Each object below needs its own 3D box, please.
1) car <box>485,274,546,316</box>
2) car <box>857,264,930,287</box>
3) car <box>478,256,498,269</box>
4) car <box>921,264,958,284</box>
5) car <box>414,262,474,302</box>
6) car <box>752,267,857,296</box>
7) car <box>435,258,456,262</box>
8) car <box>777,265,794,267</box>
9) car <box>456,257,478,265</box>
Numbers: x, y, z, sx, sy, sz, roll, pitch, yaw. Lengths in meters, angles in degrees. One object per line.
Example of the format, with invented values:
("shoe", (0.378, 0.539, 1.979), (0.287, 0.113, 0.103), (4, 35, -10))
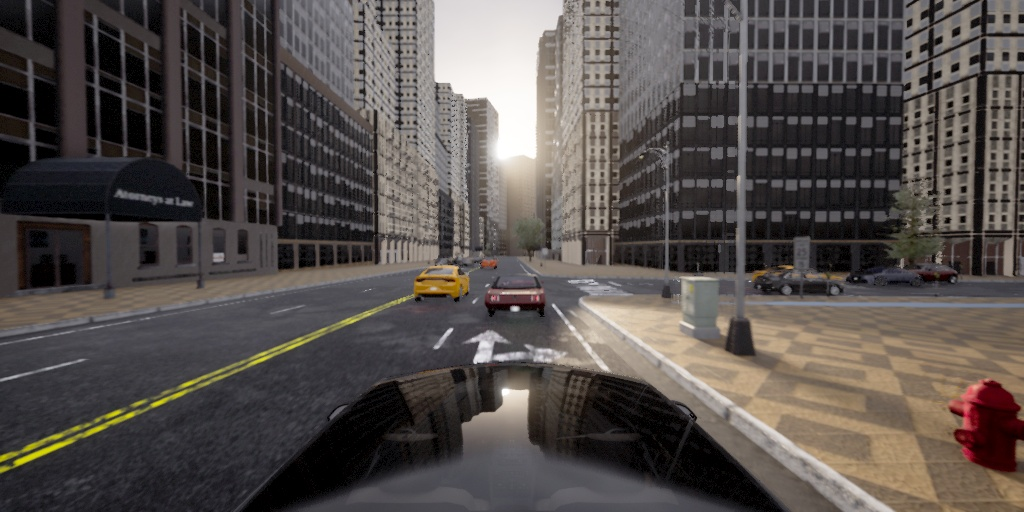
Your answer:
("car", (0.235, 1.291, 13.002), (1.895, 1.301, 4.718), (0, 0, 4))
("car", (26.901, 1.472, 26.004), (4.181, 1.385, 1.994), (1, 1, -1))
("car", (-3.141, 0.840, 50.458), (2.097, 1.767, 4.553), (0, 0, 0))
("car", (32.748, 1.349, 28.691), (4.097, 1.591, 1.967), (0, 0, -1))
("car", (-3.143, 1.207, 16.870), (1.882, 1.535, 5.008), (0, -1, 0))
("car", (15.918, 1.478, 19.975), (4.403, 1.370, 2.007), (0, 0, -1))
("car", (-9.809, 0.977, 50.917), (2.128, 1.511, 4.902), (0, 0, 0))
("car", (18.133, 1.366, 22.792), (5.008, 1.535, 1.882), (1, 1, 1))
("car", (-6.556, 1.045, 51.805), (1.994, 1.385, 4.181), (0, 0, 0))
